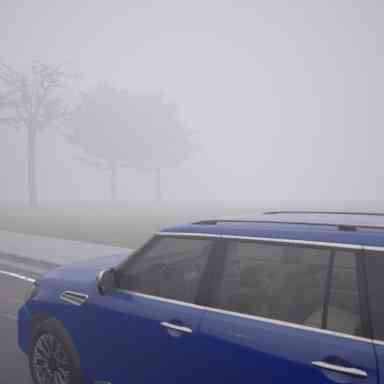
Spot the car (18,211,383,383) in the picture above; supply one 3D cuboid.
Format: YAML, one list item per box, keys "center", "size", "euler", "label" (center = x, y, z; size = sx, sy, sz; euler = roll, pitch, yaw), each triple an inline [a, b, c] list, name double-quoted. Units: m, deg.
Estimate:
- center: [0.568, 1.221, 3.286]
  size: [5.566, 2.045, 2.150]
  euler: [0, 0, 35]
  label: "car"
